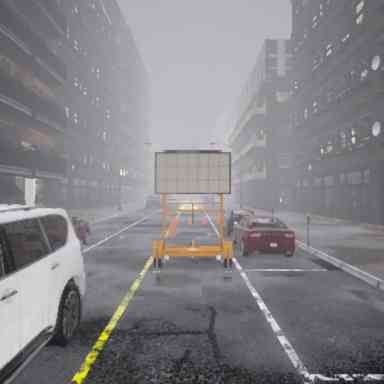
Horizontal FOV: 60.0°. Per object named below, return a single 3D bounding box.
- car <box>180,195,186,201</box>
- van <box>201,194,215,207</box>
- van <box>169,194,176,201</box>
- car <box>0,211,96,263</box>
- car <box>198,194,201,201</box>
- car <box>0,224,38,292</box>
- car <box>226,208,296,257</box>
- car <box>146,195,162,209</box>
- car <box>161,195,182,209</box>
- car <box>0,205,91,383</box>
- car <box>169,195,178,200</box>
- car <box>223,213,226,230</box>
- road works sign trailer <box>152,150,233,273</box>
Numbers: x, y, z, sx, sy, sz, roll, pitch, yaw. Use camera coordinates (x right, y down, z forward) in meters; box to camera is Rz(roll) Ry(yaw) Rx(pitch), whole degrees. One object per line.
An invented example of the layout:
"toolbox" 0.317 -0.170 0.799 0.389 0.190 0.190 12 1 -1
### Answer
"car" -2.548 1.544 89.013 1.812 1.442 4.674 0 0 0
"van" 2.696 1.351 52.491 1.690 1.788 3.998 1 0 0
"van" -5.107 1.359 86.504 1.690 1.788 3.998 1 0 0
"car" -5.277 1.547 12.783 1.887 1.381 4.507 1 0 0
"car" 2.773 1.333 86.516 2.192 1.841 5.009 1 0 0
"car" -5.290 1.567 7.112 1.947 1.339 4.313 1 0 0
"car" 2.603 1.547 12.795 1.887 1.381 4.507 1 0 0
"car" -5.197 1.324 46.808 2.192 1.841 5.009 1 0 0
"car" -2.745 1.534 45.258 1.812 1.442 4.674 0 0 0
"car" -2.843 1.222 3.398 2.150 2.045 5.566 0 0 0
"car" -5.097 1.570 92.174 2.008 1.369 4.403 1 0 0
"car" 2.616 1.555 18.466 2.008 1.369 4.403 1 0 0
"road works sign trailer" 0.028 0.467 10.647 2.380 3.560 2.880 0 0 0
